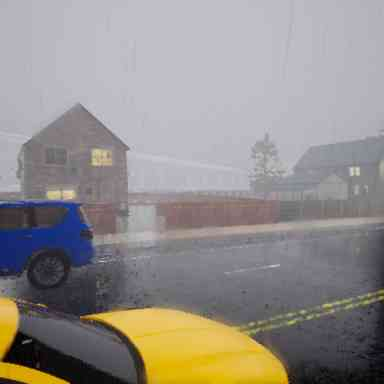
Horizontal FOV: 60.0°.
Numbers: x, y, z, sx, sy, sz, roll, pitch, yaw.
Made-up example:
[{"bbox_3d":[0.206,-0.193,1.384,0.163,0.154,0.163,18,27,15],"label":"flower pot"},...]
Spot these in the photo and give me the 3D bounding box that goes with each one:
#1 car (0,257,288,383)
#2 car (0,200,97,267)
[{"bbox_3d":[-1.584,1.478,2.054,5.008,1.535,1.882,0,0,-29],"label":"car"},{"bbox_3d":[-5.111,1.222,7.759,5.566,2.045,2.150,0,0,-29],"label":"car"}]
